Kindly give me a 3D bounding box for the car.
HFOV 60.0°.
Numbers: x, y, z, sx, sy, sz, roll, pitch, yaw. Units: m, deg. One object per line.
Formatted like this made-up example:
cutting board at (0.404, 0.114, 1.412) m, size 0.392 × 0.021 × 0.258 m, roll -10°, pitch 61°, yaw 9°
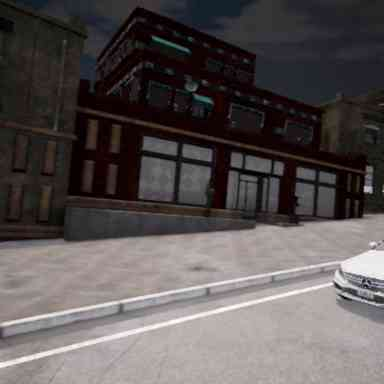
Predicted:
car at (5.070, 1.548, 7.145) m, size 4.674 × 1.442 × 1.812 m, roll 0°, pitch 0°, yaw -32°
